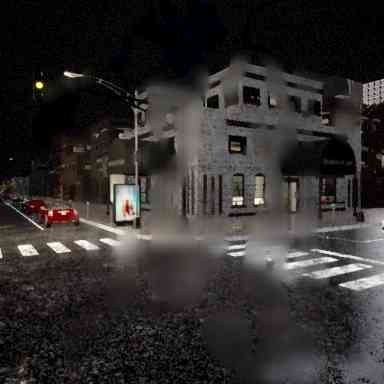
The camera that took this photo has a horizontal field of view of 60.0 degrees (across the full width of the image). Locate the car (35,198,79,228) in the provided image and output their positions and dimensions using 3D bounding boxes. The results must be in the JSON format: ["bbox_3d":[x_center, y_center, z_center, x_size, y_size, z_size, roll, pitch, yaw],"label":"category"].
[{"bbox_3d":[-8.596,1.290,21.330,1.967,1.590,4.097,-1,1,-31],"label":"car"}]

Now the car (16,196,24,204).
[{"bbox_3d":[-17.475,1.333,35.934,2.008,1.369,4.403,-1,1,-31],"label":"car"}]

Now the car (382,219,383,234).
[{"bbox_3d":[10.607,1.069,14.384,5.566,2.045,2.150,0,1,-32],"label":"car"}]

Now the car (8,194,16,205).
[{"bbox_3d":[-26.354,1.270,50.536,2.008,1.369,4.403,-1,1,-31],"label":"car"}]

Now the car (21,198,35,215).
[{"bbox_3d":[-14.515,1.386,31.067,1.802,1.307,4.206,-1,1,-31],"label":"car"}]

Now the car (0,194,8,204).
[{"bbox_3d":[-32.685,1.275,55.975,1.994,1.385,4.181,-1,0,-31],"label":"car"}]
